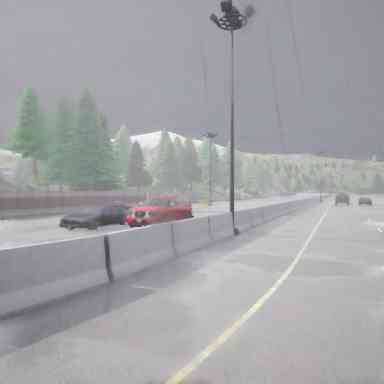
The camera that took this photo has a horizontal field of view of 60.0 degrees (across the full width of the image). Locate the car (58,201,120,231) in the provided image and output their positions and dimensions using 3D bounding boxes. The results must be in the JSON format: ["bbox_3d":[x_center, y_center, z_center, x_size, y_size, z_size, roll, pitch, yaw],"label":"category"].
[{"bbox_3d":[-5.707,1.548,20.808,2.033,1.411,5.357,0,0,24],"label":"car"}]

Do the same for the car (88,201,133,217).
[{"bbox_3d":[-7.944,1.601,32.904,1.895,1.301,4.718,0,0,24],"label":"car"}]

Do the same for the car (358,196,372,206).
[{"bbox_3d":[29.398,1.491,56.597,2.128,1.511,4.902,0,0,24],"label":"car"}]

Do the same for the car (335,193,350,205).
[{"bbox_3d":[25.911,1.221,57.363,2.150,2.045,5.566,0,0,24],"label":"car"}]

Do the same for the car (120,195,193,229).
[{"bbox_3d":[-1.819,1.221,20.932,2.150,2.045,5.566,0,0,24],"label":"car"}]
